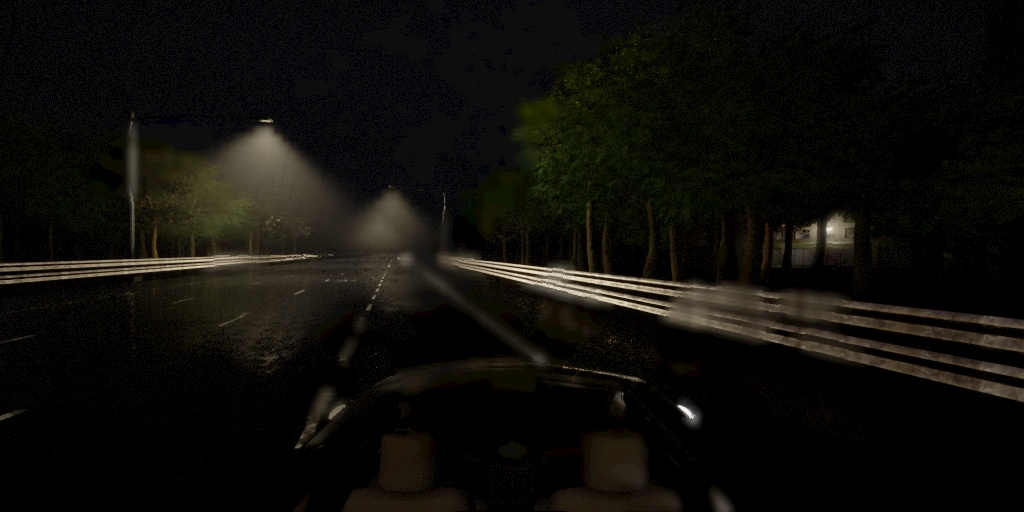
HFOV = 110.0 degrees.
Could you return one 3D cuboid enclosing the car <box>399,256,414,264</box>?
[{"bbox_3d":[-16.871,0.642,57.573,1.895,1.301,4.718,0,1,-11],"label":"car"}]
